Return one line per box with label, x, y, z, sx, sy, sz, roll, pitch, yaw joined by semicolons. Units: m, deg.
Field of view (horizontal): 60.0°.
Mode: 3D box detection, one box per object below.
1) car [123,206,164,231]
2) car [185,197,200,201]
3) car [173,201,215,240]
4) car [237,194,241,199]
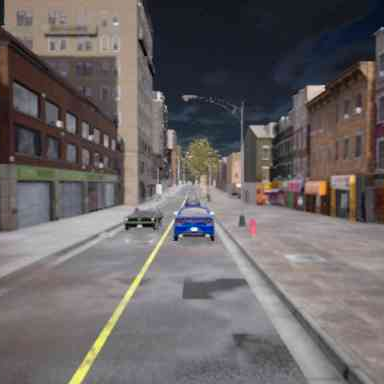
car;-2.834;1.543;20.226;1.895;1.301;4.718;0;0;0
car;0.087;1.346;41.997;1.994;1.385;4.181;0;0;0
car;0.094;1.436;16.729;1.882;1.535;5.008;0;0;0
car;12.692;0.696;74.996;5.009;1.841;2.192;1;1;0
